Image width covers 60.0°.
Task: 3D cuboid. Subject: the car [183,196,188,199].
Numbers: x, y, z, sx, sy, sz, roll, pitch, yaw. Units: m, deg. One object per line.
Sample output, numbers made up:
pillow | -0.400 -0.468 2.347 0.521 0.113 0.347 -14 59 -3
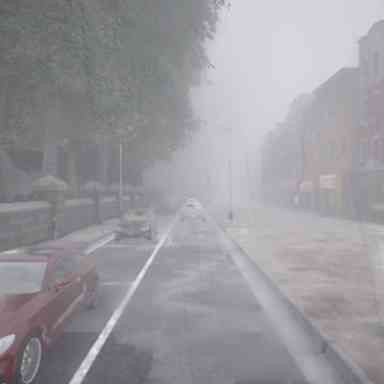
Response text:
car | 0.090 1.586 43.528 1.812 1.442 4.674 0 0 0

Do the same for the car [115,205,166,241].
car | -2.645 1.559 16.575 2.008 1.369 4.403 0 0 0

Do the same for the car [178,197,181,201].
car | -2.650 1.594 39.330 1.887 1.381 4.507 0 0 0

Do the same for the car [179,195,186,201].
car | -2.661 1.715 94.462 1.967 1.590 4.097 -1 0 0

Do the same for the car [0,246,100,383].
car | -2.643 1.582 5.198 1.802 1.307 4.206 0 0 0

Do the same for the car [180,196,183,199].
car | -2.651 1.616 45.019 2.008 1.369 4.403 -1 0 0

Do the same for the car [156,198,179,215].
car | -2.649 1.581 33.641 1.887 1.381 4.507 0 0 0

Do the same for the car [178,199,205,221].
car | 0.087 1.549 27.038 1.812 1.442 4.674 0 0 0
